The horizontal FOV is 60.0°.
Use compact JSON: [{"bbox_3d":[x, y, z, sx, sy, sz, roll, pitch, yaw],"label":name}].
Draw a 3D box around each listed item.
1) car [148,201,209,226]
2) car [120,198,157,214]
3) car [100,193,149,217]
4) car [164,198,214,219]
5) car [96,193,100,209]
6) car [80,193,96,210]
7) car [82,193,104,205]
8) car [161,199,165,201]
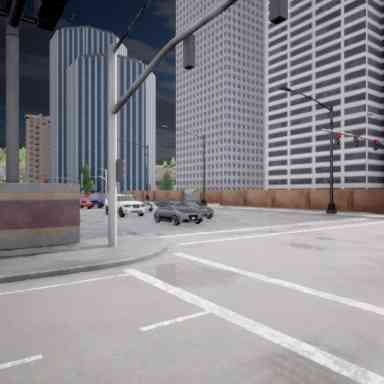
[{"bbox_3d":[-1.055,1.564,23.713,1.994,1.385,4.181,0,0,-35],"label":"car"},{"bbox_3d":[-6.054,1.491,36.889,2.128,1.511,4.902,0,0,-35],"label":"car"},{"bbox_3d":[-6.438,1.221,31.349,2.150,2.045,5.566,0,0,-35],"label":"car"},{"bbox_3d":[-0.091,1.505,28.420,1.837,1.490,4.892,0,0,-35],"label":"car"},{"bbox_3d":[-12.303,1.221,45.783,2.150,2.045,5.566,0,0,-35],"label":"car"},{"bbox_3d":[-14.786,1.223,43.232,2.150,2.045,5.566,0,0,-35],"label":"car"},{"bbox_3d":[-18.121,1.221,60.430,2.150,2.045,5.566,0,0,-35],"label":"car"},{"bbox_3d":[-3.152,1.547,45.265,2.033,1.411,5.357,0,0,-35],"label":"car"}]
